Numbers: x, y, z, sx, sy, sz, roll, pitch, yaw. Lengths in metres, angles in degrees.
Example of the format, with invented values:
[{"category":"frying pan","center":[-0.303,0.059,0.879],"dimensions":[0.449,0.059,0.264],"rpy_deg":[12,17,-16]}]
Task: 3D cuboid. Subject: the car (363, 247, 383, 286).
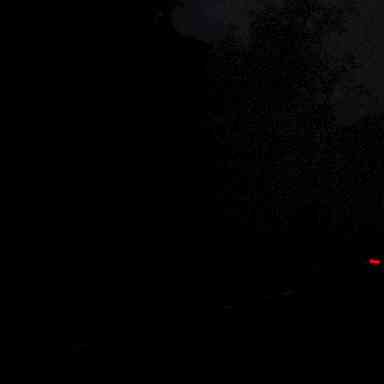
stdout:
[{"category":"car","center":[6.401,1.627,8.312],"dimensions":[5.357,1.411,2.033],"rpy_deg":[1,0,-36]}]
